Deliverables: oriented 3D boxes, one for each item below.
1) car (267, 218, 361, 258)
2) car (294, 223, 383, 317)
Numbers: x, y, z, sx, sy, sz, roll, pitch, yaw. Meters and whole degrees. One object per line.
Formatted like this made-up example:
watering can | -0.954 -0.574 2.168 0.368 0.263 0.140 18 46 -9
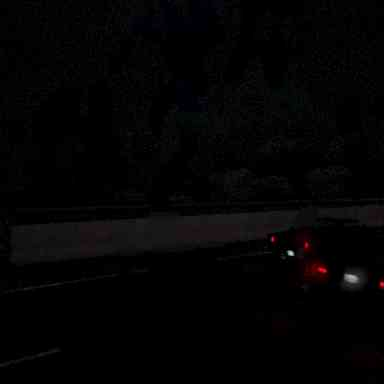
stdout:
car | 4.815 1.494 10.958 4.718 1.301 1.895 -1 0 -31
car | 4.801 1.469 6.868 5.357 1.411 2.033 -1 0 -32
